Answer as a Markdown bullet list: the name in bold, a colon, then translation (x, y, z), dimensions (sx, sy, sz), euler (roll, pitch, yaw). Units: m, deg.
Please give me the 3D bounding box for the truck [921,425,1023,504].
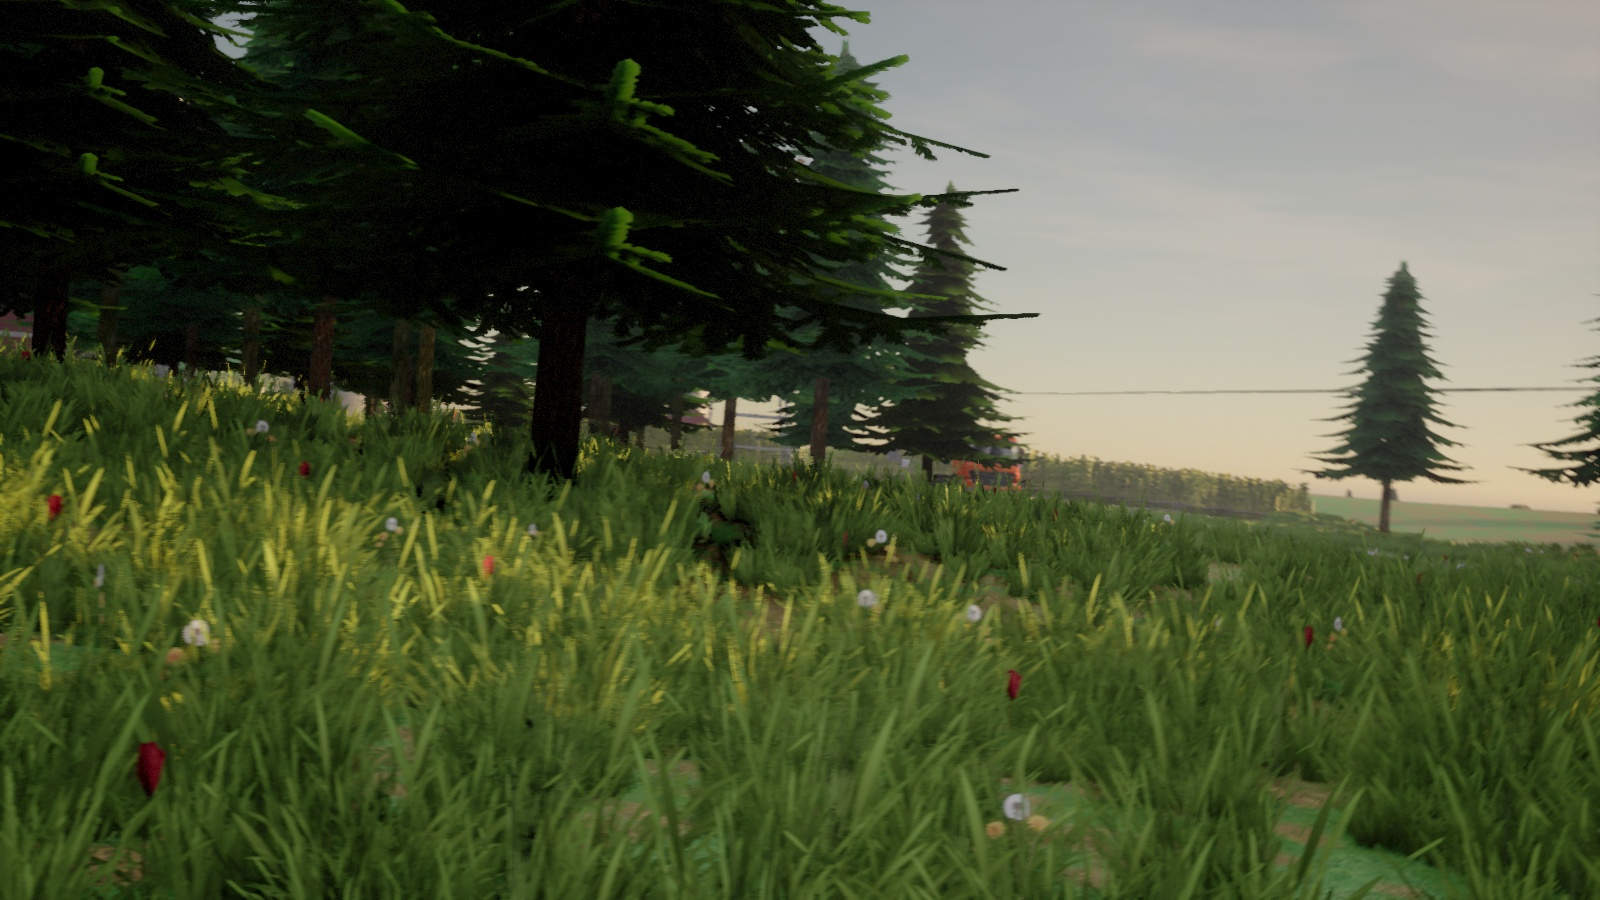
- **truck**: translation (8.298, 0.699, 61.685), dimensions (2.891, 3.462, 7.936), euler (3, -1, -7)
